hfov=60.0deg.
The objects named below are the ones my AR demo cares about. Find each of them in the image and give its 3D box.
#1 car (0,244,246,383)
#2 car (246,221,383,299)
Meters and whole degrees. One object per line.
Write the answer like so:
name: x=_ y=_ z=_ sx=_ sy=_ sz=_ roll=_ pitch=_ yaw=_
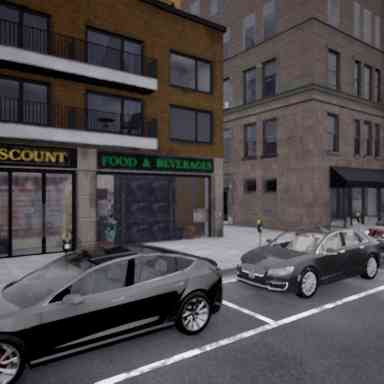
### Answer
car: x=-1.455 y=1.564 z=5.151 sx=4.313 sy=1.339 sz=1.947 roll=0 pitch=0 yaw=-35
car: x=3.051 y=1.543 z=8.336 sx=4.403 sy=1.369 sz=2.008 roll=0 pitch=0 yaw=-35
